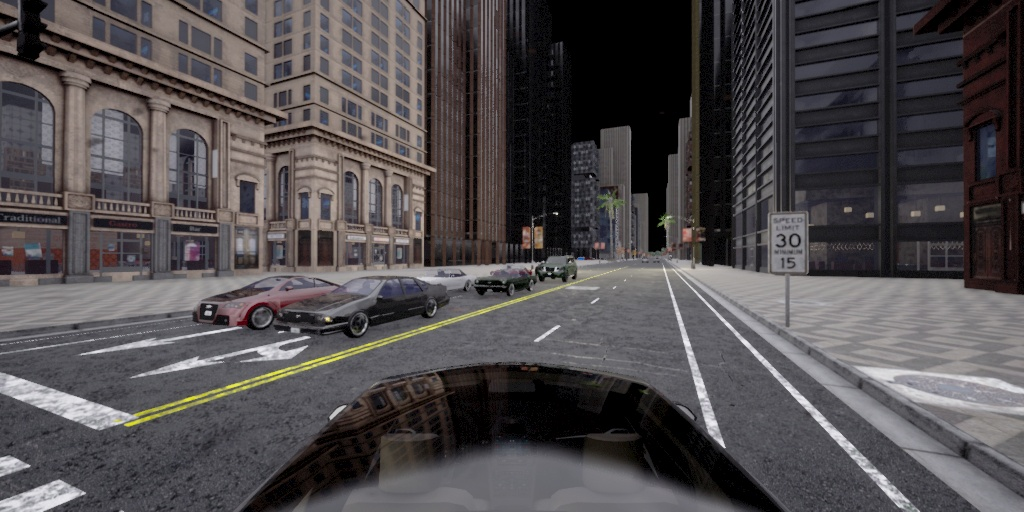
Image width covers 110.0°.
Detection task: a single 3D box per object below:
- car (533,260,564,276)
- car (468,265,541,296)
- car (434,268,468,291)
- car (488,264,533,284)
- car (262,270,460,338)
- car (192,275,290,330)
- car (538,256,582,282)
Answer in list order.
[{"bbox_3d":[3.931,1.245,37.920,1.882,1.535,5.008,0,0,23],"label":"car"},{"bbox_3d":[-0.238,1.355,19.461,1.895,1.301,4.718,0,0,23],"label":"car"},{"bbox_3d":[-3.822,1.354,19.303,1.895,1.301,4.718,0,0,23],"label":"car"},{"bbox_3d":[-0.010,1.360,28.506,1.895,1.301,4.718,0,0,23],"label":"car"},{"bbox_3d":[-3.907,1.298,10.601,2.033,1.411,5.357,0,0,22],"label":"car"},{"bbox_3d":[-7.170,1.315,11.206,1.994,1.385,4.181,0,0,23],"label":"car"},{"bbox_3d":[3.858,0.982,29.342,2.150,2.045,5.566,0,0,22],"label":"car"}]
